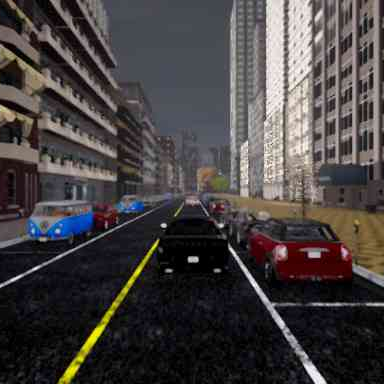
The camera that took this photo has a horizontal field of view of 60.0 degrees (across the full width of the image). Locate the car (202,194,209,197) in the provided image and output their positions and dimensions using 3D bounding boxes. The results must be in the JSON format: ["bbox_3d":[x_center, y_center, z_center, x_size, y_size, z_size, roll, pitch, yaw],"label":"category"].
[{"bbox_3d":[2.692,1.345,47.920,1.887,1.381,4.507,0,0,0],"label":"car"}]

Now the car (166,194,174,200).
[{"bbox_3d":[-5.690,1.202,86.409,1.752,1.417,4.829,0,0,0],"label":"car"}]

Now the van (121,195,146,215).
[{"bbox_3d":[-5.688,1.205,31.350,1.690,1.788,3.998,0,0,0],"label":"van"}]

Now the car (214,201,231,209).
[{"bbox_3d":[2.693,1.461,20.306,2.008,1.369,4.403,0,0,0],"label":"car"}]

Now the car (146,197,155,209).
[{"bbox_3d":[-5.688,1.371,42.397,2.008,1.369,4.403,0,0,0],"label":"car"}]

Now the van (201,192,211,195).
[{"bbox_3d":[2.692,1.122,53.442,1.690,1.788,3.998,0,0,0],"label":"van"}]

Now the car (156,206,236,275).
[{"bbox_3d":[0.019,1.431,10.322,1.882,1.535,5.008,0,0,0],"label":"car"}]

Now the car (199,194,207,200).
[{"bbox_3d":[2.691,1.257,81.056,1.947,1.339,4.313,0,0,0],"label":"car"}]

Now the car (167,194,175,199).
[{"bbox_3d":[-5.690,1.227,92.102,1.947,1.339,4.313,0,0,0],"label":"car"}]

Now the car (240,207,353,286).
[{"bbox_3d":[2.694,1.398,9.259,1.967,1.590,4.097,0,0,0],"label":"car"}]

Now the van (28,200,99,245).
[{"bbox_3d":[-5.687,1.275,14.783,1.690,1.788,3.998,0,0,0],"label":"van"}]

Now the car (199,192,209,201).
[{"bbox_3d":[2.692,1.023,75.533,2.192,1.841,5.009,0,0,0],"label":"car"}]

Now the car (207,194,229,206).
[{"bbox_3d":[2.693,1.303,31.350,1.967,1.590,4.097,0,0,0],"label":"car"}]

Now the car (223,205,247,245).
[{"bbox_3d":[2.693,1.485,14.783,2.008,1.369,4.403,0,0,0],"label":"car"}]

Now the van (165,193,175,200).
[{"bbox_3d":[-5.689,1.033,81.055,1.690,1.788,3.998,0,0,0],"label":"van"}]

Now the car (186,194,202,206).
[{"bbox_3d":[0.099,1.401,47.737,1.895,1.301,4.718,0,0,0],"label":"car"}]

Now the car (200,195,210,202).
[{"bbox_3d":[2.692,1.277,70.010,2.008,1.369,4.403,0,0,0],"label":"car"}]

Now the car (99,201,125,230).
[{"bbox_3d":[-5.688,1.455,20.306,1.887,1.381,4.507,0,0,0],"label":"car"}]

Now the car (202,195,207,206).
[{"bbox_3d":[2.692,1.386,42.397,1.947,1.339,4.313,0,0,0],"label":"car"}]
